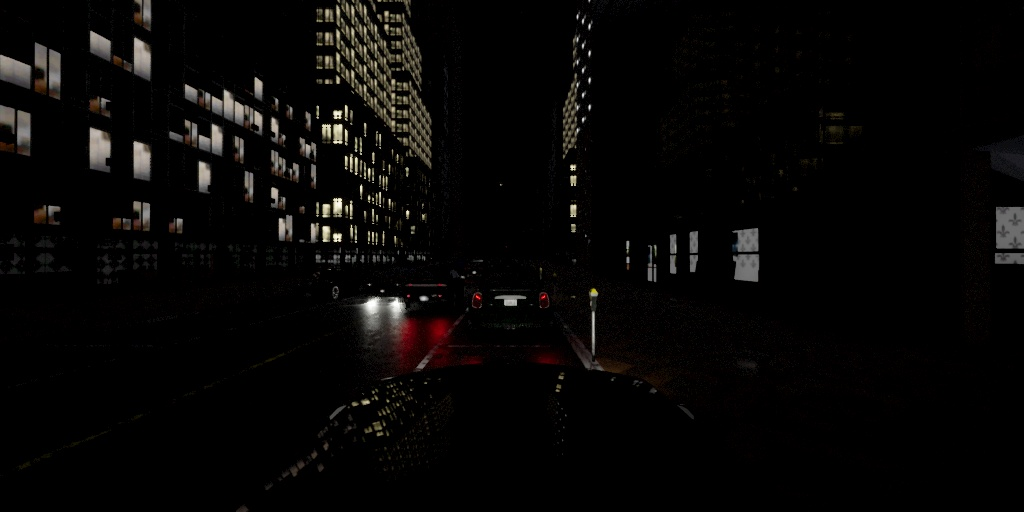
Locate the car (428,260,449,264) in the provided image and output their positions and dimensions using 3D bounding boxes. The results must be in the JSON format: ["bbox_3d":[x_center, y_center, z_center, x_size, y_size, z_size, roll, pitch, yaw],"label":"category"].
[{"bbox_3d":[-8.836,1.286,40.419,2.007,1.370,4.403,0,0,0],"label":"car"}]

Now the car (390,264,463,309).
[{"bbox_3d":[-3.045,1.240,14.826,2.128,1.511,4.902,0,0,0],"label":"car"}]

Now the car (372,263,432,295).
[{"bbox_3d":[-6.247,1.294,19.948,2.033,1.411,5.357,0,0,0],"label":"car"}]

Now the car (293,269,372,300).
[{"bbox_3d":[-8.836,1.313,17.650,1.948,1.339,4.313,0,0,0],"label":"car"}]

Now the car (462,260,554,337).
[{"bbox_3d":[-0.033,1.102,10.469,2.097,1.767,4.553,0,0,0],"label":"car"}]

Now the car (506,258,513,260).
[{"bbox_3d":[-0.455,1.298,46.099,1.948,1.339,4.313,0,0,0],"label":"car"}]

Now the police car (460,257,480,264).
[{"bbox_3d":[-3.145,1.166,32.515,1.930,1.638,5.238,0,0,0],"label":"police car"}]

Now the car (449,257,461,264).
[{"bbox_3d":[-8.836,1.273,51.803,1.888,1.381,4.507,0,0,0],"label":"car"}]
